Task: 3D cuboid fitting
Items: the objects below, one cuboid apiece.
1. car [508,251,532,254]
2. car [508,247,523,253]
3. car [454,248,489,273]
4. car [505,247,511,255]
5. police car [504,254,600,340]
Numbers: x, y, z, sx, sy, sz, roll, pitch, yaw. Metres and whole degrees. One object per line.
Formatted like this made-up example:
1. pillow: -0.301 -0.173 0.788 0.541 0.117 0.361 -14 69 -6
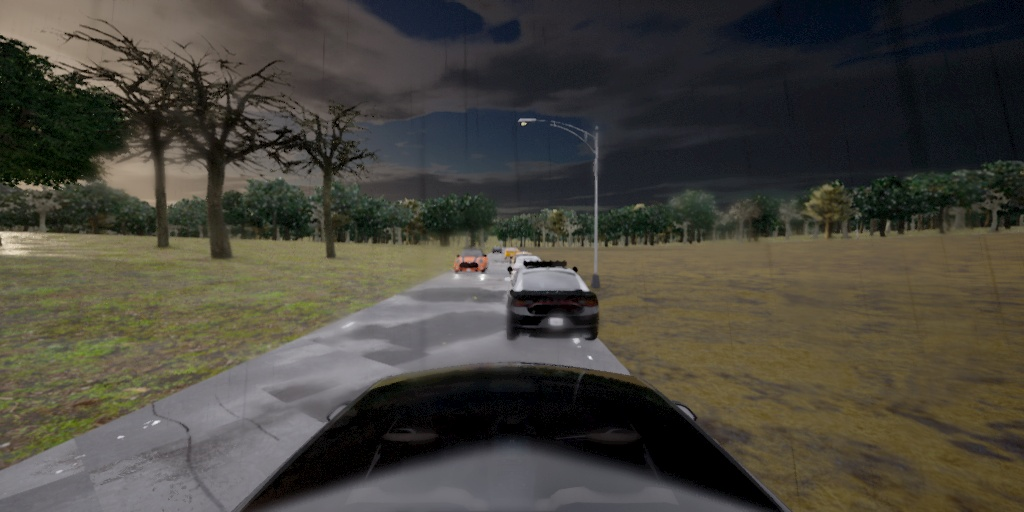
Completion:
1. car: 0.822 0.678 19.083 1.812 1.442 4.674 0 2 0
2. car: 0.821 0.391 25.266 1.801 1.575 5.366 0 2 0
3. car: -2.848 0.264 25.909 2.097 1.767 4.553 0 2 0
4. car: 0.029 -0.425 48.463 1.882 1.535 5.008 0 2 0
5. police car: 0.824 0.919 9.194 1.930 1.638 5.238 0 2 0
